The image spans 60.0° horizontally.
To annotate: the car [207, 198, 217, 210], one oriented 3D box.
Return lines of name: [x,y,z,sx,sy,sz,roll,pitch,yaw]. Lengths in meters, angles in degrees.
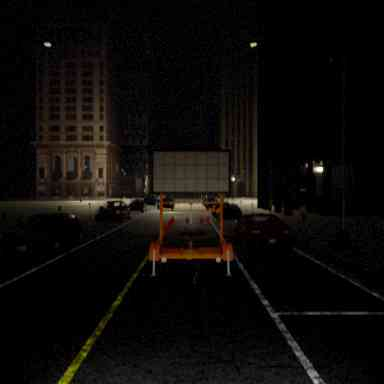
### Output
car: [2.683,1.510,30.446,1.947,1.339,4.313,0,0,0]

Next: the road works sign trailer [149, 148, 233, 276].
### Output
road works sign trailer: [-0.026,0.447,10.250,2.380,3.560,2.880,0,0,0]

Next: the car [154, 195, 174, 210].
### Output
car: [-3.193,1.398,40.835,1.882,1.535,5.008,0,0,0]

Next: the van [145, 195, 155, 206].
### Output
van: [-5.885,1.246,47.345,1.690,1.788,3.998,0,0,0]

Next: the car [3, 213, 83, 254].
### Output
car: [-5.799,1.543,13.500,1.947,1.339,4.313,0,0,0]

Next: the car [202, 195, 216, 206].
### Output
car: [2.626,1.331,53.009,1.967,1.590,4.097,0,0,0]

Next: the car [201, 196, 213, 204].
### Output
car: [2.612,1.426,58.650,2.008,1.369,4.403,0,0,0]

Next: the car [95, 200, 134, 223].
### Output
car: [-5.828,1.396,24.781,1.967,1.590,4.097,0,0,0]

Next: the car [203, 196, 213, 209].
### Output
car: [2.654,1.444,41.897,1.752,1.417,4.829,0,0,0]

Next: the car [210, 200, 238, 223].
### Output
car: [2.698,1.507,24.805,2.008,1.369,4.403,0,0,0]

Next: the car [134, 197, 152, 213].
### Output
car: [-5.856,1.498,36.064,1.947,1.339,4.313,0,0,0]

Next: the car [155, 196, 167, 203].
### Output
car: [-5.928,1.411,64.268,2.008,1.369,4.403,0,0,0]

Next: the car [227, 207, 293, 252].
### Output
car: [2.726,1.522,13.524,1.887,1.381,4.507,0,0,0]

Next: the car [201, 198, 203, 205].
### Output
car: [2.641,1.456,47.368,2.008,1.369,4.403,0,0,0]
